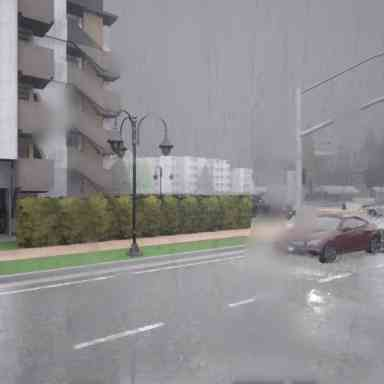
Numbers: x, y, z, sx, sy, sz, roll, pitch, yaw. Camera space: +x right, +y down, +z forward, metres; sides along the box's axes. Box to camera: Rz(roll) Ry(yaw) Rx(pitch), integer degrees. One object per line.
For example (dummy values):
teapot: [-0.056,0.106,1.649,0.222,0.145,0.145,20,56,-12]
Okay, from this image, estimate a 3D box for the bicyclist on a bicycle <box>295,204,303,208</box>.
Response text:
bicyclist on a bicycle: [13.385,1.301,41.654,1.656,1.620,0.582,0,0,-39]

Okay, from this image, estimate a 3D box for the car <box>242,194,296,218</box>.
car: [5.740,1.221,27.303,2.150,2.045,5.566,0,0,-38]

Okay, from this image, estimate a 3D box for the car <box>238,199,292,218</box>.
car: [6.845,1.478,31.621,1.882,1.535,5.008,0,0,-37]

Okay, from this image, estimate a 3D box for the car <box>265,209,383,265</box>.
car: [4.985,1.526,11.887,4.674,1.442,1.812,0,0,-36]

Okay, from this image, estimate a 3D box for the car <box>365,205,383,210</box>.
car: [17.759,1.526,29.168,4.674,1.442,1.812,0,1,43]
